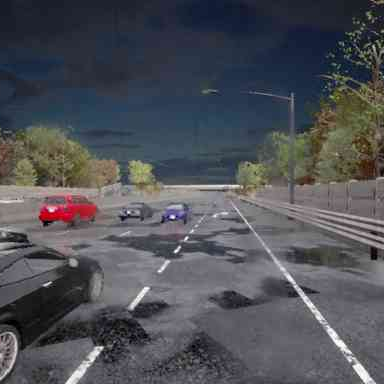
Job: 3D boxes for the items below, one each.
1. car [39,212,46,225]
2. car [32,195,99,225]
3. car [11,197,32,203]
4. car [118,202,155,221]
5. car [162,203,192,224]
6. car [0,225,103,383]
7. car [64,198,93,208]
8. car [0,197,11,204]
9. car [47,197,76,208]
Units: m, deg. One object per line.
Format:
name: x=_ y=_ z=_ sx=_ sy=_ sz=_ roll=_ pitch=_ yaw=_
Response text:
car: x=-6.152 y=1.491 z=8.576 sx=2.128 sy=1.511 sz=4.902 roll=0 pitch=0 yaw=5
car: x=-8.310 y=1.222 z=22.991 sx=2.150 sy=2.045 sz=5.566 roll=0 pitch=0 yaw=5
car: x=-23.631 y=1.503 z=48.844 sx=2.128 sy=1.511 sz=4.902 roll=0 pitch=0 yaw=5
car: x=-4.402 y=1.549 z=27.024 sx=2.033 sy=1.411 sz=5.357 roll=0 pitch=0 yaw=5
car: x=-1.092 y=1.526 z=24.889 sx=1.812 sy=1.442 sz=4.674 roll=0 pitch=0 yaw=5
car: x=-2.955 y=1.525 z=5.219 sx=1.812 sy=1.442 sz=4.674 roll=0 pitch=0 yaw=5
car: x=-16.590 y=1.560 z=48.987 sx=2.033 sy=1.411 sz=5.357 roll=0 pitch=0 yaw=5
car: x=-27.095 y=1.538 z=49.406 sx=1.812 sy=1.442 sz=4.674 roll=0 pitch=0 yaw=6
car: x=-19.913 y=1.507 z=50.971 sx=2.128 sy=1.511 sz=4.902 roll=0 pitch=0 yaw=5
